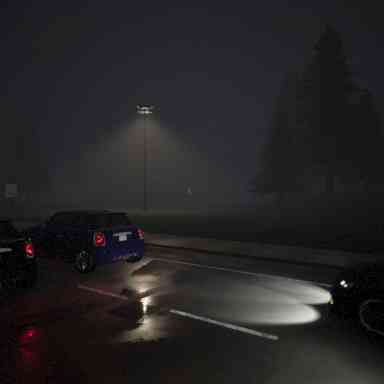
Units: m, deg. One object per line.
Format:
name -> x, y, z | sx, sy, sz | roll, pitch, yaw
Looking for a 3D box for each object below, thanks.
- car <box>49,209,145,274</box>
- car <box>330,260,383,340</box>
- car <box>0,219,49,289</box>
car -> -3.724, 1.352, 10.837 | 4.553, 1.767, 2.097 | 0, 0, 36
car -> 4.423, 1.564, 5.135 | 4.181, 1.385, 1.994 | 0, 0, 35
car -> -5.760, 1.352, 7.991 | 4.553, 1.767, 2.097 | 0, 0, 36
